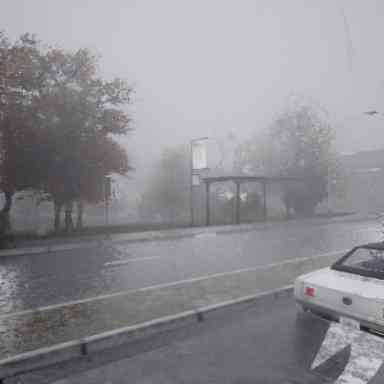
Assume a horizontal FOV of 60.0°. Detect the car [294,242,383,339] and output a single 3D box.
[{"bbox_3d":[4.058,1.588,6.023,4.718,1.301,1.895,0,0,-35],"label":"car"}]
